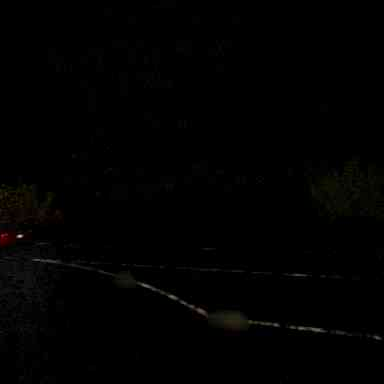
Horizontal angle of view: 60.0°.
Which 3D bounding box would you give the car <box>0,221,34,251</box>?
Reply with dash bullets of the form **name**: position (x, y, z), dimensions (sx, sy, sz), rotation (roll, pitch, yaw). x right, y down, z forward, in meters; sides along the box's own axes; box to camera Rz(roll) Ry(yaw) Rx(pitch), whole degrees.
- **car**: position (-10.211, 2.234, 17.181), dimensions (4.181, 1.385, 1.994), rotation (-3, -1, 26)
